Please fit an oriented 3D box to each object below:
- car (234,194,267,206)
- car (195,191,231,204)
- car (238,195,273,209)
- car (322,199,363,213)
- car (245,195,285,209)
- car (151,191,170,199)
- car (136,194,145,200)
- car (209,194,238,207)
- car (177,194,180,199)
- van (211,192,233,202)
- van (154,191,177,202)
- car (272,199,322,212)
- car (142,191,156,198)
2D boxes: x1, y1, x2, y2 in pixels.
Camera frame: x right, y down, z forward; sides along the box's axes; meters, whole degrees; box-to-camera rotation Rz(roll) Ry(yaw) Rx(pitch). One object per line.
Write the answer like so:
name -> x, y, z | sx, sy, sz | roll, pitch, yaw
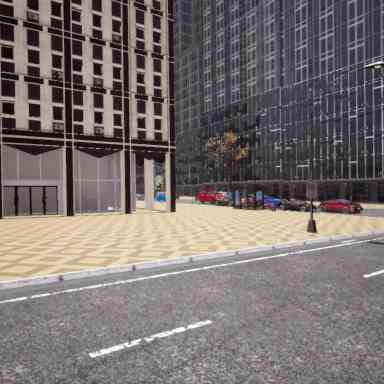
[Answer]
car -> 8.655, 1.122, 49.463 | 1.882, 1.535, 5.008 | -1, 1, -34
car -> 3.315, 0.873, 51.634 | 2.150, 2.045, 5.566 | -1, 1, -34
car -> 7.924, 1.388, 40.073 | 1.802, 1.307, 4.206 | 0, 1, -34
car -> 15.197, 1.408, 34.181 | 1.994, 1.385, 4.181 | -1, 1, -34
car -> 9.305, 1.226, 42.832 | 1.882, 1.535, 5.008 | -1, 1, -34
car -> -7.458, 0.614, 77.727 | 2.192, 1.841, 5.009 | 0, 1, -34
car -> -11.184, 1.039, 68.316 | 2.008, 1.369, 4.403 | 0, 1, -34
car -> 4.772, 1.319, 44.803 | 1.947, 1.339, 4.313 | 0, 1, -34
car -> -4.257, 0.935, 73.034 | 1.802, 1.307, 4.206 | 0, 1, -34
van -> 5.342, 0.855, 58.939 | 1.690, 1.788, 3.998 | 0, 1, -34
van -> -4.783, 0.937, 58.920 | 1.690, 1.788, 3.998 | 0, 1, -34
car -> 11.110, 1.424, 35.364 | 1.947, 1.339, 4.313 | 0, 1, -34
car -> -10.658, 0.685, 82.426 | 1.967, 1.590, 4.097 | 0, 1, -34
